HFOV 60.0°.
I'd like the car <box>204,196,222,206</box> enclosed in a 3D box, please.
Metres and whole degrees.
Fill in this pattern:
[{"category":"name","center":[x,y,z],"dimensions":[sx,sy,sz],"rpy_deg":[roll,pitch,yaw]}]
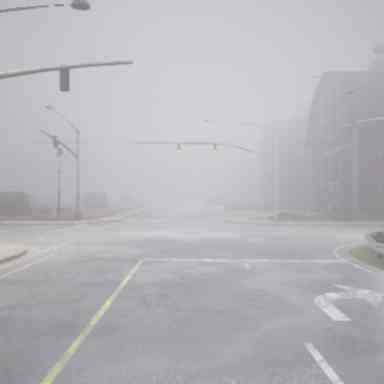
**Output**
[{"category":"car","center":[4.206,1.842,68.176],"dimensions":[1.905,1.878,3.866],"rpy_deg":[-7,3,-42]}]
